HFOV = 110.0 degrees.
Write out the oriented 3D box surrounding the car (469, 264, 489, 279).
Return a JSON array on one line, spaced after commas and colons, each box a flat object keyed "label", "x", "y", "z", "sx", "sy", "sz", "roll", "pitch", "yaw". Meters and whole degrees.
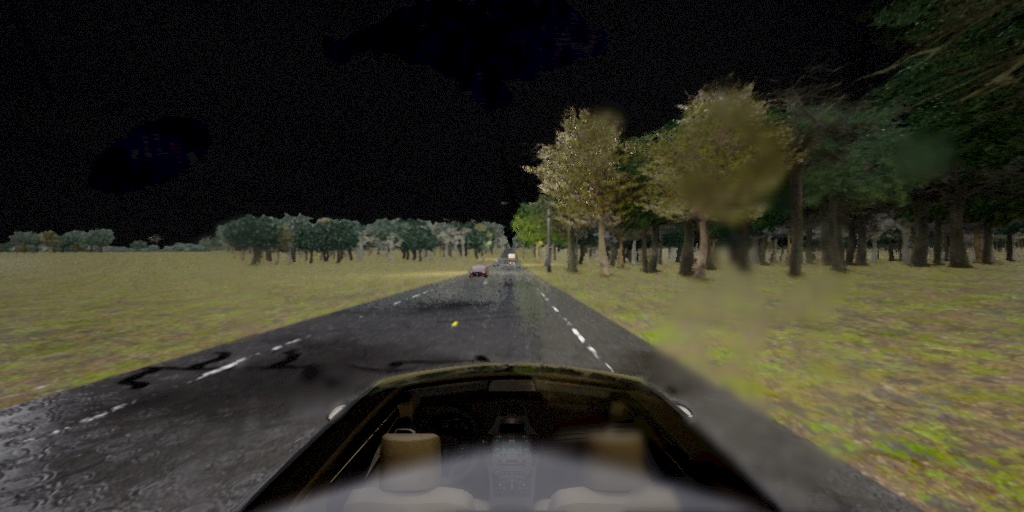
[{"label": "car", "x": -3.599, "y": 1.658, "z": 39.701, "sx": 1.882, "sy": 1.535, "sz": 5.008, "roll": 0, "pitch": -1, "yaw": 0}]
